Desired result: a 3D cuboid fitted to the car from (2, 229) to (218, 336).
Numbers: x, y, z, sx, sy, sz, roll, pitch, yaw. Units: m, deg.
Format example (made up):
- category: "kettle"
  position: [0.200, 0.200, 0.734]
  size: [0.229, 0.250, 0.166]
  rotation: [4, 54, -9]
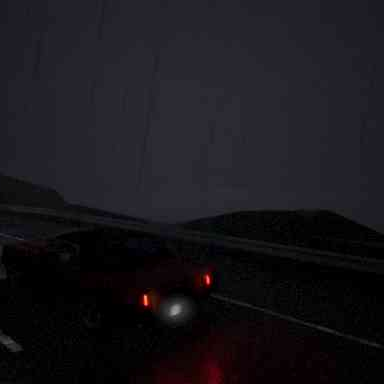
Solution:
- category: "car"
  position: [-1.893, 1.390, 6.388]
  size: [4.718, 1.301, 1.895]
  rotation: [2, 2, 42]
